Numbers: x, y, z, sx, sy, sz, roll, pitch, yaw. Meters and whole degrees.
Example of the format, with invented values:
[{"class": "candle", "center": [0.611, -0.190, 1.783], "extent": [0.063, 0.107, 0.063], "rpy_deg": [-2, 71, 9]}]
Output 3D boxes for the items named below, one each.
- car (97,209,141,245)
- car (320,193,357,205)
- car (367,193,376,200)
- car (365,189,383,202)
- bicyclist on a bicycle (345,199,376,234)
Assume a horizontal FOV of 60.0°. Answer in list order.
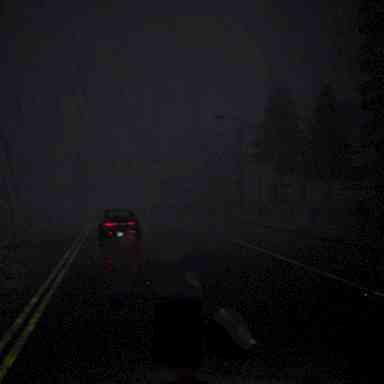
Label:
[{"class": "car", "center": [-3.577, 1.569, 16.276], "extent": [2.128, 1.511, 4.902], "rpy_deg": [-1, 0, -14]}, {"class": "car", "center": [17.796, 0.917, 40.186], "extent": [4.553, 1.767, 2.097], "rpy_deg": [-1, 0, -13]}, {"class": "car", "center": [29.310, 0.921, 49.727], "extent": [4.718, 1.301, 1.895], "rpy_deg": [-1, 0, -5]}, {"class": "car", "center": [31.094, 0.502, 53.359], "extent": [5.566, 2.045, 2.150], "rpy_deg": [-1, 0, -3]}, {"class": "bicyclist on a bicycle", "center": [7.751, 1.136, 15.304], "extent": [1.656, 1.620, 0.582], "rpy_deg": [-1, 0, -14]}]
